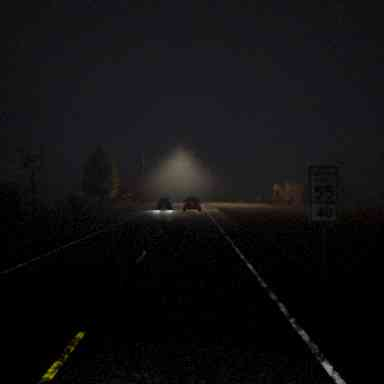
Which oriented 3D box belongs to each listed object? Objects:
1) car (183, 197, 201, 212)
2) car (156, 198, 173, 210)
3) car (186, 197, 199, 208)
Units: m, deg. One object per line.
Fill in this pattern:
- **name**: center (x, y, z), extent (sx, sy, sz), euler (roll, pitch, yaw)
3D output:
- **car**: center (0.008, 1.367, 39.205), extent (2.097, 1.767, 4.553), euler (0, 0, 0)
- **car**: center (-3.492, 1.524, 43.406), extent (1.837, 1.490, 4.892), euler (0, 0, 0)
- **car**: center (0.012, 1.533, 49.520), extent (1.837, 1.490, 4.892), euler (0, 0, 0)
